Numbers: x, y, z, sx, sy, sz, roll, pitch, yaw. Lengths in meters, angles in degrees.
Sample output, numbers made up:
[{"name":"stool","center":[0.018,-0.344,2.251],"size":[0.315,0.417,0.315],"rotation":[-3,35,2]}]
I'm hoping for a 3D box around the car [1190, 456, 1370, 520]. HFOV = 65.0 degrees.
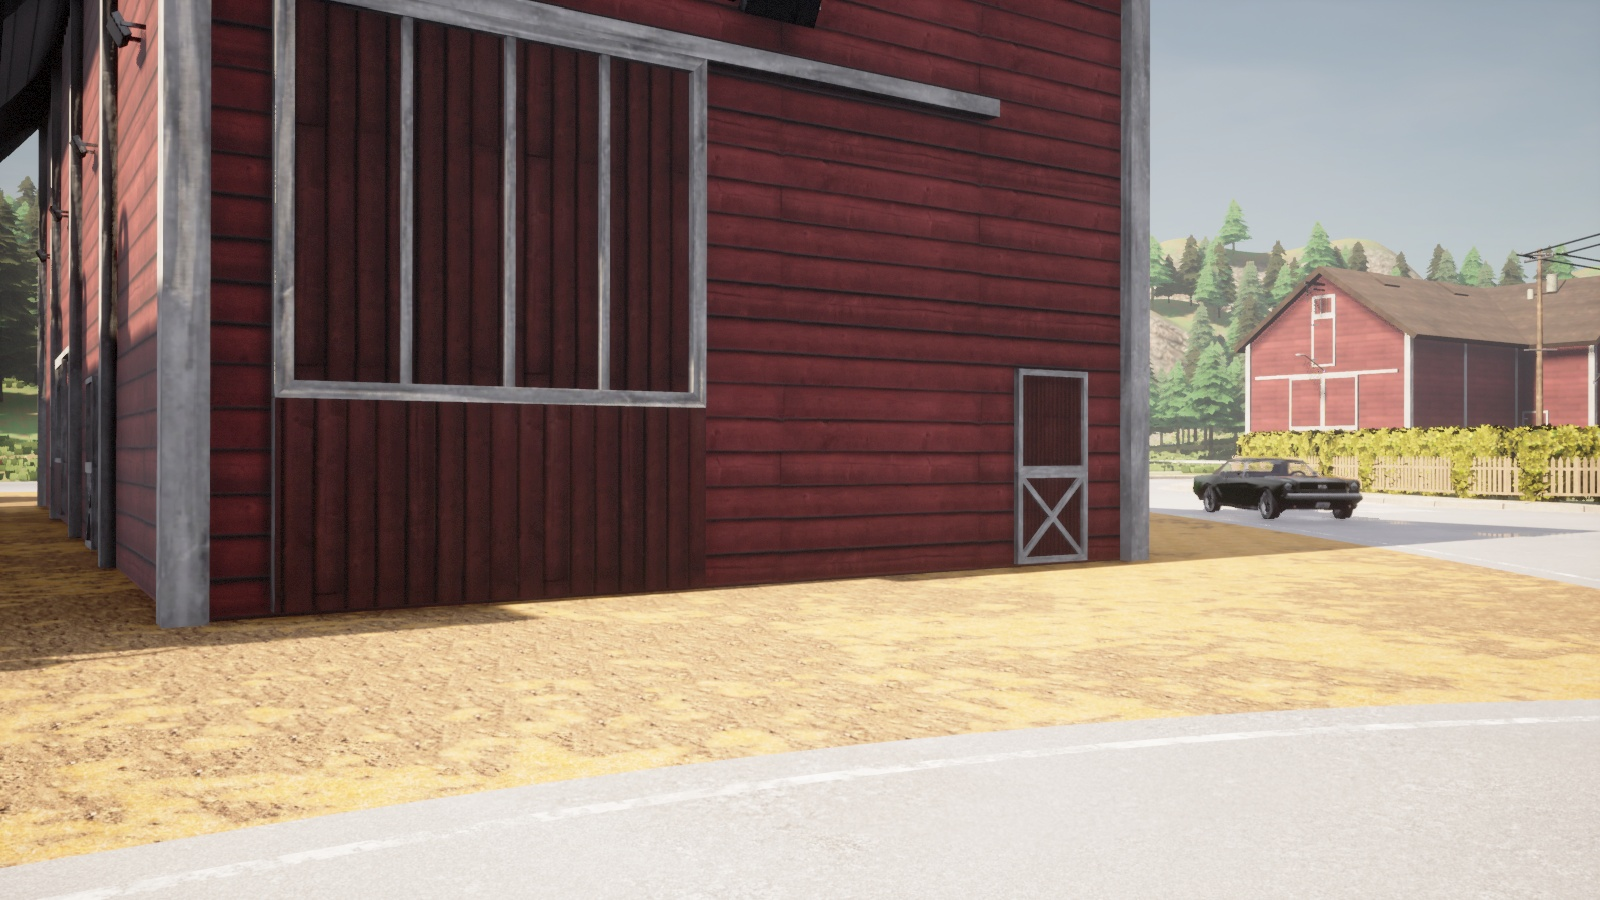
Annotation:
[{"name":"car","center":[10.665,0.791,28.311],"size":[1.895,1.301,4.718],"rotation":[0,0,-6]}]
